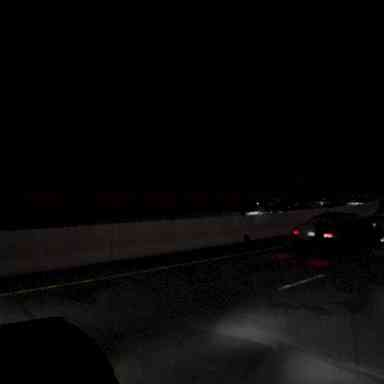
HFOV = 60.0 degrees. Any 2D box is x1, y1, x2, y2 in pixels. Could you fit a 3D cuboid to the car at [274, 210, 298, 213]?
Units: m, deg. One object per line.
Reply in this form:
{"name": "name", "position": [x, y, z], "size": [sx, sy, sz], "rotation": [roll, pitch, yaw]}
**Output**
{"name": "car", "position": [9.956, 1.628, 34.067], "size": [1.895, 1.301, 4.718], "rotation": [0, 0, 36]}

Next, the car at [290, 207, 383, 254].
{"name": "car", "position": [6.096, 1.554, 13.642], "size": [5.357, 1.411, 2.033], "rotation": [0, 0, -43]}

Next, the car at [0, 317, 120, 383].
{"name": "car", "position": [-2.753, 1.611, 1.878], "size": [4.718, 1.301, 1.895], "rotation": [0, 0, -35]}
